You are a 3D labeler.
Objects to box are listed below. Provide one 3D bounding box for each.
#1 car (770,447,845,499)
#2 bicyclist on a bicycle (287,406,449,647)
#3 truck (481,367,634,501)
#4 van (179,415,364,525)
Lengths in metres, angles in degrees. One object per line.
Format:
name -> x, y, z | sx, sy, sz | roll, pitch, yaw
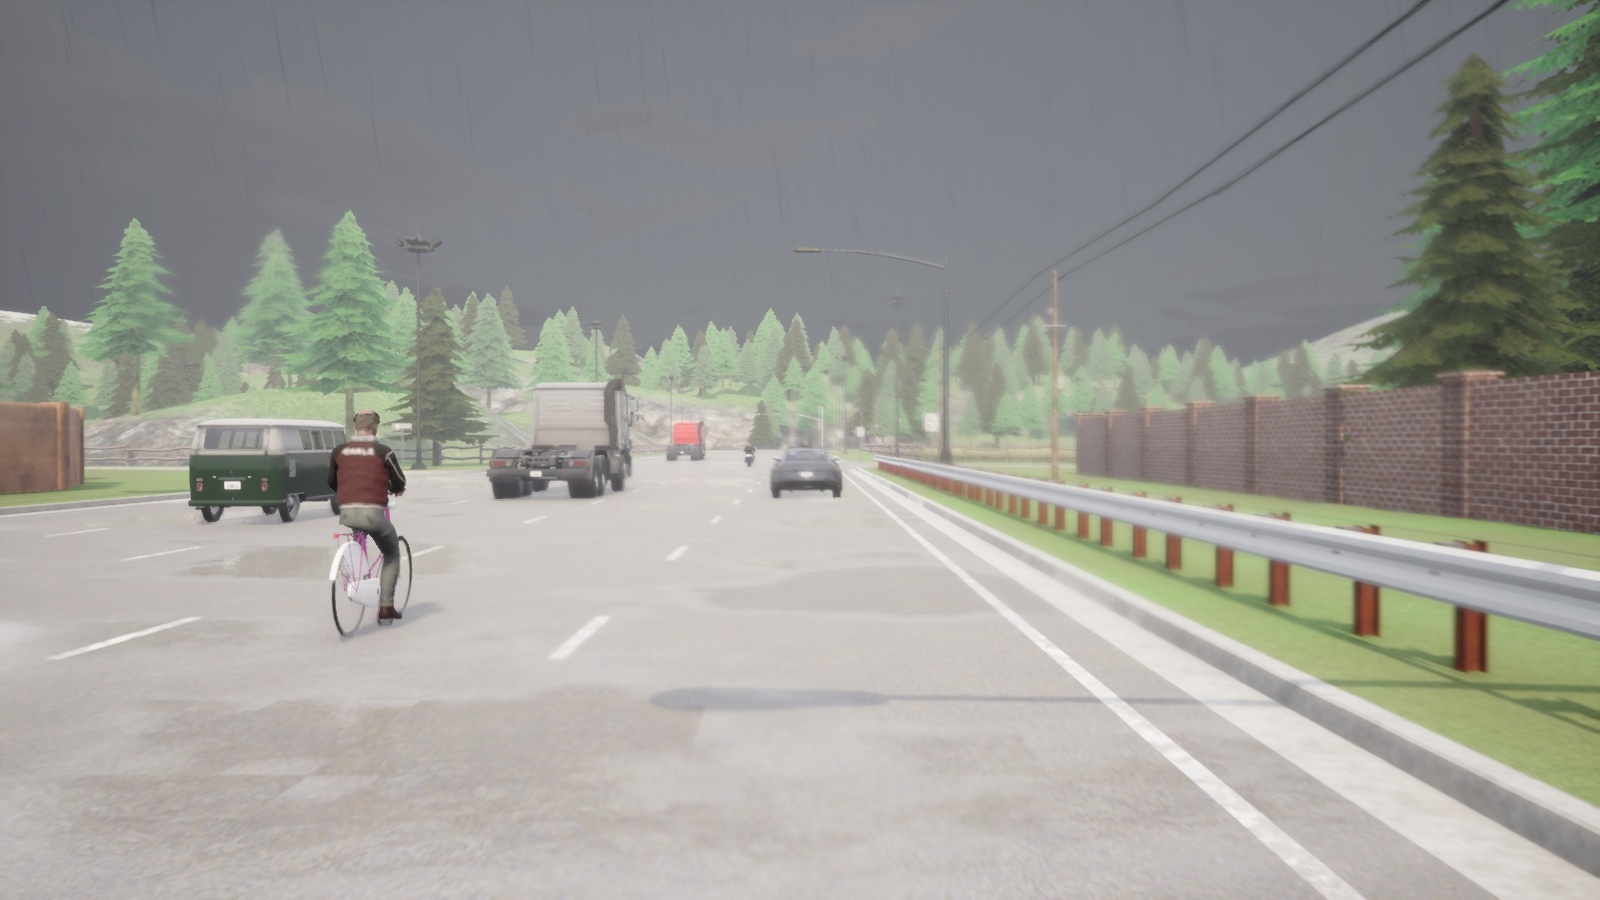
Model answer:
car -> 0.200, 0.610, 35.555 | 1.994, 1.385, 4.181 | 0, 0, 0
bicyclist on a bicycle -> -3.434, 0.557, 10.159 | 0.659, 1.776, 1.843 | 0, 0, 0
truck -> -6.796, -0.447, 36.448 | 2.891, 3.462, 7.936 | 0, 0, 0
van -> -10.356, 0.350, 24.988 | 1.775, 1.987, 4.442 | 0, 0, 0
